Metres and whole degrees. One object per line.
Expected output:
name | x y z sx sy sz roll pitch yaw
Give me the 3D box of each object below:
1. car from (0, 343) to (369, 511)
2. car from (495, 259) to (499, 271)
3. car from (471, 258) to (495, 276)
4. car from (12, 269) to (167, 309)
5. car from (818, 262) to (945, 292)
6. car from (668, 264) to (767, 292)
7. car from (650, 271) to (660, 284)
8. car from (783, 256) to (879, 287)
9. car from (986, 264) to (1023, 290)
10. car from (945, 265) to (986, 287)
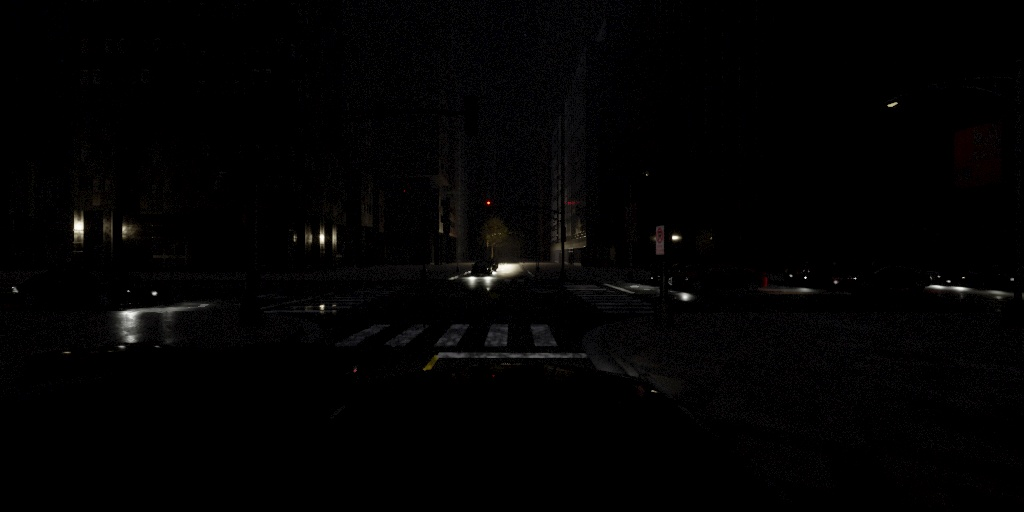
car | -2.732 1.298 1.664 2.033 1.411 5.357 0 0 6
car | -3.115 1.101 47.293 2.097 1.767 4.553 0 0 0
car | -3.101 1.227 37.513 1.882 1.535 5.008 0 0 1
car | -16.721 1.251 14.342 4.892 1.490 1.837 0 0 0
car | 21.331 1.262 20.894 4.902 1.511 2.128 0 0 0
car | 12.007 1.237 20.937 5.008 1.535 1.882 0 0 1
car | 11.854 1.258 24.194 4.892 1.490 1.837 0 0 -1
car | 21.585 0.986 24.129 5.566 2.045 2.150 0 0 1
car | 31.944 1.007 20.845 5.566 2.045 2.150 0 0 0
car | 32.040 1.327 24.094 5.357 1.411 2.033 0 0 0
